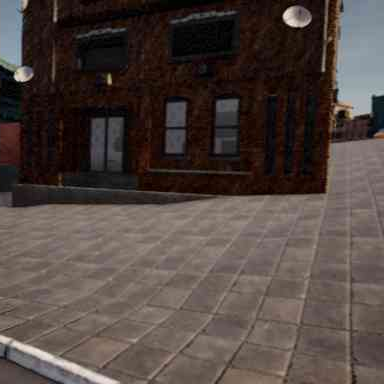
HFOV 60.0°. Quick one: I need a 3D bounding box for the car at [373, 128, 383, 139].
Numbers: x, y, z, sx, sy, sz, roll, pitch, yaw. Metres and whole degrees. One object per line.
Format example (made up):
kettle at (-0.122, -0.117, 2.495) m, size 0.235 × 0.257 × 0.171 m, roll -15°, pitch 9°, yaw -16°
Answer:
car at (19.287, -5.264, 30.701) m, size 2.185 × 1.767 × 4.553 m, roll 1°, pitch 2°, yaw -25°
